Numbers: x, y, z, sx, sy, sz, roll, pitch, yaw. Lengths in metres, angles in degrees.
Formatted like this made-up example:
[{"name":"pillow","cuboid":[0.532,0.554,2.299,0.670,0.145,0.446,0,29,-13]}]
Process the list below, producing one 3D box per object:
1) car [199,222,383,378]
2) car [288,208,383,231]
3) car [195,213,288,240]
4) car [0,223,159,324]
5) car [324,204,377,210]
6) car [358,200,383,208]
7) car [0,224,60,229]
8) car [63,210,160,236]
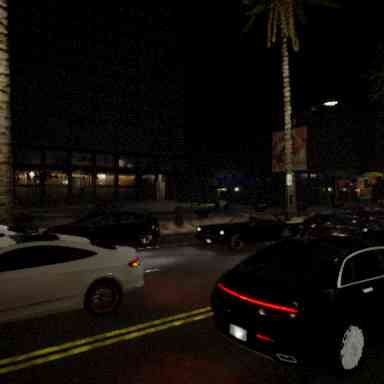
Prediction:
[{"name":"car","cuboid":[2.547,1.504,5.568,4.892,1.490,1.837,0,0,-36]},{"name":"car","cuboid":[6.326,1.545,12.686,5.357,1.411,2.033,0,0,-36]},{"name":"car","cuboid":[2.455,1.597,14.235,4.718,1.301,1.895,0,0,-35]},{"name":"car","cuboid":[-3.131,1.523,5.966,4.674,1.442,1.812,0,0,-35]},{"name":"car","cuboid":[7.828,1.560,18.037,4.181,1.385,1.994,0,0,-35]},{"name":"car","cuboid":[11.866,1.487,20.918,4.902,1.511,2.128,0,0,-35]},{"name":"car","cuboid":[-5.957,1.522,8.252,4.674,1.442,1.812,0,0,-35]},{"name":"car","cuboid":[-3.613,1.509,13.812,4.786,1.482,2.161,0,0,-36]}]
